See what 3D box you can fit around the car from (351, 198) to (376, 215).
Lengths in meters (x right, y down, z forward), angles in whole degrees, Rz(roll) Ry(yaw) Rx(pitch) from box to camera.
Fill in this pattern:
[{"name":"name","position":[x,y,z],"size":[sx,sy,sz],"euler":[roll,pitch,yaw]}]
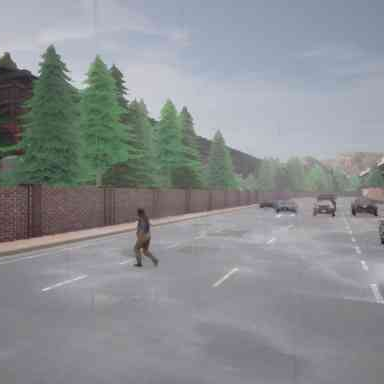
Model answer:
[{"name":"car","position":[16.922,1.353,32.911],"size":[2.097,1.767,4.553],"euler":[0,0,23]}]

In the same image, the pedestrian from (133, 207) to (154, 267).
[{"name":"pedestrian","position":[-1.444,1.294,9.775],"size":[0.375,1.860,0.375],"euler":[0,0,23]}]

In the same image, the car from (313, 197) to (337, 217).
[{"name":"car","position":[12.637,1.526,31.783],"size":[1.812,1.442,4.674],"euler":[0,0,23]}]

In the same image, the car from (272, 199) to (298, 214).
[{"name":"car","position":[10.161,1.564,35.402],"size":[1.994,1.385,4.181],"euler":[0,0,23]}]

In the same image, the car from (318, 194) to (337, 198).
[{"name":"car","position":[16.567,1.221,41.033],"size":[2.150,2.045,5.566],"euler":[0,0,23]}]

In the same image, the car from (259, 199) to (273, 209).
[{"name":"car","position":[10.311,1.601,44.695],"size":[1.895,1.301,4.718],"euler":[0,0,23]}]

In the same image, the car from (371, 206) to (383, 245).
[{"name":"car","position":[8.316,1.491,12.529],"size":[2.128,1.511,4.902],"euler":[0,0,23]}]
